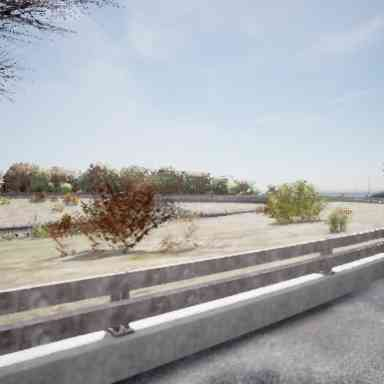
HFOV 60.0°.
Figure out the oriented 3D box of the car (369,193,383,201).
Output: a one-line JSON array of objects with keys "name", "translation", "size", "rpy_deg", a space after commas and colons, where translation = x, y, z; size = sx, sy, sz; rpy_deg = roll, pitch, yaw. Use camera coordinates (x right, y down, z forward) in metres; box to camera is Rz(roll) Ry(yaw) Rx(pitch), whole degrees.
[{"name": "car", "translation": [44.157, 1.213, 78.507], "size": [2.150, 2.045, 5.566], "rpy_deg": [0, 0, 2]}]
